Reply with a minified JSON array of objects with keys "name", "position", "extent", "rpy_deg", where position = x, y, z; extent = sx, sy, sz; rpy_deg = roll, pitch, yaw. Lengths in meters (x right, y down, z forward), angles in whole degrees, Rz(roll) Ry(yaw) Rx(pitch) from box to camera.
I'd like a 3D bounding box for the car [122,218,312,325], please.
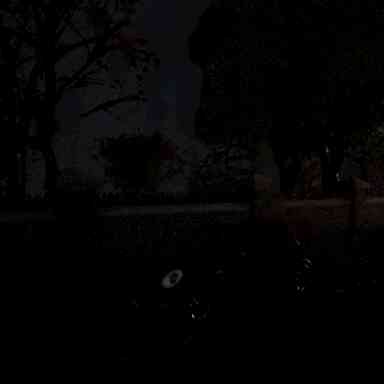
[{"name":"car","position":[0.620,1.412,6.973],"extent":[4.097,1.590,1.967],"rpy_deg":[0,0,-35]}]
